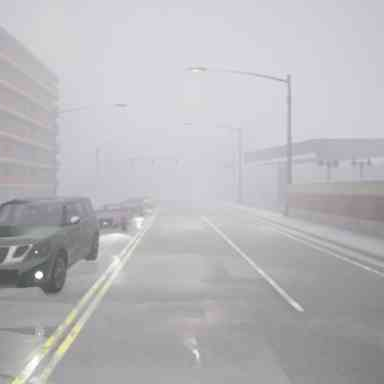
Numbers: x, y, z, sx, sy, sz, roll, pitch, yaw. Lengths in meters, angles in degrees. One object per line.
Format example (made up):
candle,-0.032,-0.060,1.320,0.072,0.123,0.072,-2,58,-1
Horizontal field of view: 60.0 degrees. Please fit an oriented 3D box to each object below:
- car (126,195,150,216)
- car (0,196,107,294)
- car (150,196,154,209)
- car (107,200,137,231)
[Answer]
car,-5.054,1.234,28.942,1.837,1.490,4.892,0,1,-3
car,-4.019,1.158,8.943,2.150,2.045,5.566,0,1,-3
car,-5.535,1.104,38.869,1.882,1.535,5.008,0,1,-3
car,-4.538,1.397,18.965,1.994,1.385,4.181,0,1,-3
